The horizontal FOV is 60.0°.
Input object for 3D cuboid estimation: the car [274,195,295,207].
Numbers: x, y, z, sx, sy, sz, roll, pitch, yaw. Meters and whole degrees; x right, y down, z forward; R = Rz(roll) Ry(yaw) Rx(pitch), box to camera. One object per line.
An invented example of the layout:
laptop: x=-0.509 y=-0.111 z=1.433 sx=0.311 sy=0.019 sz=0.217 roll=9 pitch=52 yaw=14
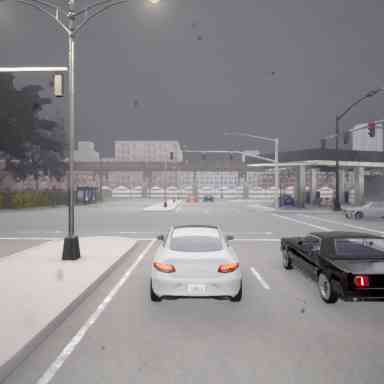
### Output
car: x=13.229 y=1.262 z=47.671 sx=2.242 sy=1.667 sz=4.611 roll=0 pitch=0 yaw=0

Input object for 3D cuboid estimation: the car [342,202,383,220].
car: x=14.898 y=1.523 z=27.487 sx=4.674 sy=1.442 sz=1.812 roll=0 pitch=0 yaw=-1

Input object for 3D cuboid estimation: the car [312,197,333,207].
car: x=18.973 y=1.434 z=48.432 sx=1.970 sy=1.475 sz=3.806 roll=0 pitch=0 yaw=0

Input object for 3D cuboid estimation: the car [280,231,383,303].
car: x=3.590 y=1.599 z=8.116 sx=1.895 sy=1.301 sz=4.718 roll=0 pitch=0 yaw=0

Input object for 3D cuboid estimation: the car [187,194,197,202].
car: x=0.026 y=1.250 z=72.320 sx=2.097 sy=1.767 sz=4.553 roll=0 pitch=0 yaw=0

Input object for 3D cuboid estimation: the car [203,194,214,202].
car: x=3.526 y=1.257 z=72.319 sx=2.097 sy=1.767 sz=4.553 roll=0 pitch=0 yaw=0

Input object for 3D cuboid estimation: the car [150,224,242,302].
car: x=0.085 y=1.517 z=8.133 sx=1.812 sy=1.442 sz=4.674 roll=0 pitch=0 yaw=0
